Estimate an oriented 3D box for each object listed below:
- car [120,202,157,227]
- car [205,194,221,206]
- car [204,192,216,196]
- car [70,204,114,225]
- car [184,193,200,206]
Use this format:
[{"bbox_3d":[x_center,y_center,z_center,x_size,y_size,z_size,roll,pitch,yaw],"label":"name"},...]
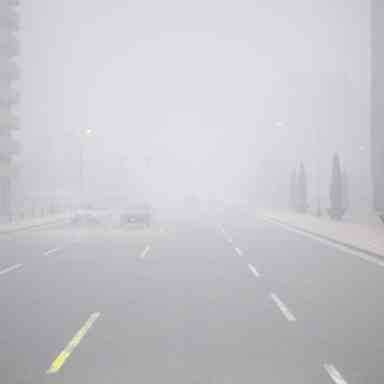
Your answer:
[{"bbox_3d":[-3.528,1.422,22.543,1.882,1.535,5.008,0,0,1],"label":"car"},{"bbox_3d":[3.506,1.414,51.938,1.812,1.442,4.674,0,0,0],"label":"car"},{"bbox_3d":[3.509,1.081,61.964,2.150,2.045,5.566,0,0,0],"label":"car"},{"bbox_3d":[-7.015,1.543,23.686,1.895,1.301,4.718,0,0,0],"label":"car"},{"bbox_3d":[0.006,1.119,51.552,2.150,2.045,5.566,0,0,0],"label":"car"}]
